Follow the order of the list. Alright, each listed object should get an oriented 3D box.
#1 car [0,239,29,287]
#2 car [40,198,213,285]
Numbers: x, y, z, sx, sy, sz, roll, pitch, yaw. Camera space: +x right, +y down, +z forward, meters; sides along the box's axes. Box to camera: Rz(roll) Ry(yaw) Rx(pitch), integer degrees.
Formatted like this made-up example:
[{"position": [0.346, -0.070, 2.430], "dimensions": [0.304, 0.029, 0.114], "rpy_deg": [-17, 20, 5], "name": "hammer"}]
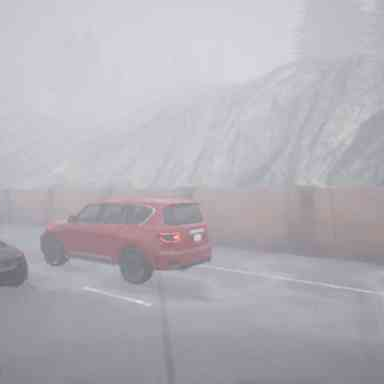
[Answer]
[{"position": [-5.831, 1.541, 8.010], "dimensions": [4.181, 1.385, 1.994], "rpy_deg": [0, 0, 35], "name": "car"}, {"position": [-2.060, 1.203, 9.671], "dimensions": [5.566, 2.045, 2.150], "rpy_deg": [0, 0, 35], "name": "car"}]
